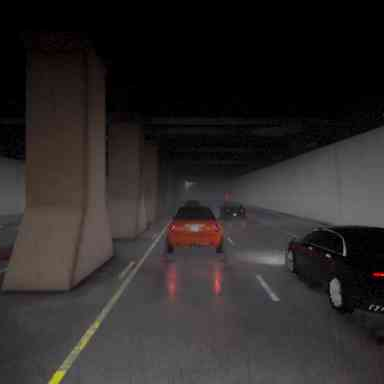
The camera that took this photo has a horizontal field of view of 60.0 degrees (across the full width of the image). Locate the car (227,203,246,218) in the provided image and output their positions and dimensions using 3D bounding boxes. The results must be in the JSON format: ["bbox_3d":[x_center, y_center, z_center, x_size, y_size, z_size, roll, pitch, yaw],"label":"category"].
[{"bbox_3d":[3.602,1.606,30.174,1.895,1.301,4.718,0,0,0],"label":"car"}]

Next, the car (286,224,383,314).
[{"bbox_3d":[3.601,1.506,7.620,1.837,1.490,4.892,0,0,0],"label":"car"}]

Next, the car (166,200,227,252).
[{"bbox_3d":[0.101,1.354,14.117,2.097,1.767,4.553,0,0,0],"label":"car"}]

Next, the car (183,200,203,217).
[{"bbox_3d":[0.089,1.531,32.761,1.812,1.442,4.674,0,0,0],"label":"car"}]
